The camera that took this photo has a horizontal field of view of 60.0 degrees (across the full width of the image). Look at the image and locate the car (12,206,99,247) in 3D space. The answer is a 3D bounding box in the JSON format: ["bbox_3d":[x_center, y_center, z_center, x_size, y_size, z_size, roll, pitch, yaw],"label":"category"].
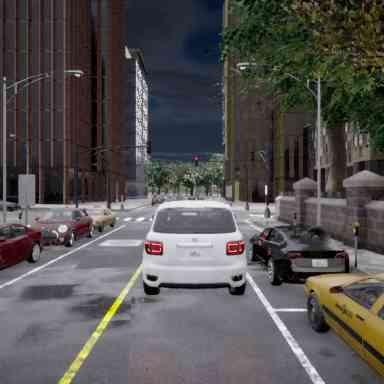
[{"bbox_3d":[-5.775,1.441,14.694,1.967,1.590,4.097,0,0,0],"label":"car"}]

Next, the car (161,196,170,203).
[{"bbox_3d":[-5.816,1.549,73.701,1.752,1.417,4.829,0,0,0],"label":"car"}]

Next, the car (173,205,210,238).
[{"bbox_3d":[0.010,1.527,18.480,1.812,1.442,4.674,0,0,0],"label":"car"}]

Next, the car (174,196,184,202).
[{"bbox_3d":[-3.055,1.559,77.331,2.033,1.411,5.357,0,0,0],"label":"car"}]

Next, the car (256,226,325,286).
[{"bbox_3d":[2.754,1.566,9.245,1.947,1.339,4.313,0,0,0],"label":"car"}]

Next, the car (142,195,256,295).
[{"bbox_3d":[0.060,1.222,8.835,2.150,2.045,5.566,0,0,0],"label":"car"}]

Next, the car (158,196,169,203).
[{"bbox_3d":[-5.812,1.602,68.434,1.802,1.307,4.206,0,0,0],"label":"car"}]

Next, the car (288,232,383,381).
[{"bbox_3d":[2.758,1.525,3.958,1.752,1.417,4.829,0,0,0],"label":"car"}]

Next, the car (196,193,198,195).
[{"bbox_3d":[-0.054,1.550,77.024,1.812,1.442,4.674,0,0,0],"label":"car"}]

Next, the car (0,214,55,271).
[{"bbox_3d":[-5.771,1.545,9.237,1.887,1.381,4.507,0,0,0],"label":"car"}]

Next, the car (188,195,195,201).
[{"bbox_3d":[-0.063,1.534,88.597,1.837,1.490,4.892,0,0,0],"label":"car"}]

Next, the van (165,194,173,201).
[{"bbox_3d":[-5.824,1.372,84.747,1.690,1.788,3.998,0,0,0],"label":"van"}]

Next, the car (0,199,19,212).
[{"bbox_3d":[-19.194,1.203,31.543,5.357,1.411,2.033,1,0,-5],"label":"car"}]

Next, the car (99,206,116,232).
[{"bbox_3d":[-5.778,1.527,19.981,1.752,1.417,4.829,0,0,0],"label":"car"}]

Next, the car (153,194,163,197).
[{"bbox_3d":[-5.805,1.329,57.559,2.192,1.841,5.009,0,0,0],"label":"car"}]

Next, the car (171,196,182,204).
[{"bbox_3d":[-3.069,1.583,66.991,1.994,1.385,4.181,0,0,1],"label":"car"}]

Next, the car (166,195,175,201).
[{"bbox_3d":[-5.827,1.586,90.184,2.008,1.369,4.403,0,0,0],"label":"car"}]

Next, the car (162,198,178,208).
[{"bbox_3d":[-3.130,1.574,48.122,1.994,1.385,4.181,0,0,0],"label":"car"}]
